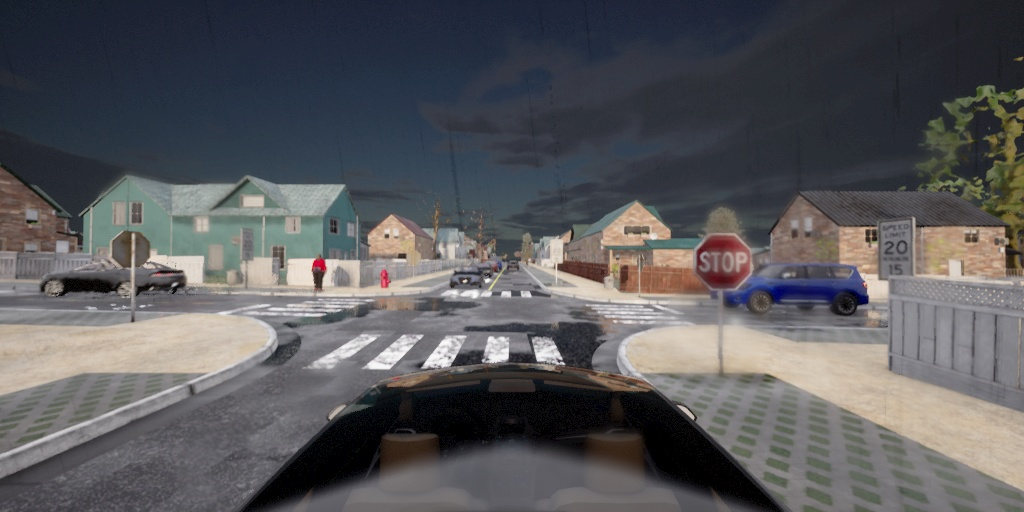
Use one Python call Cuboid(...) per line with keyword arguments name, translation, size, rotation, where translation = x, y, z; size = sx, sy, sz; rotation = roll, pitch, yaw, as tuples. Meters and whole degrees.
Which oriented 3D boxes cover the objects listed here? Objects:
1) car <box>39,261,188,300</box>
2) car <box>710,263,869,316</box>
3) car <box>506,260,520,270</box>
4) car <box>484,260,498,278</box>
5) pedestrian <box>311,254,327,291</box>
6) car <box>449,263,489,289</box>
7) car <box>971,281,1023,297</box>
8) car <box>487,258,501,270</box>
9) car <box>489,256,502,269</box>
Cuboid(name="car", translation=(-16.442, 0.934, 14.916), size=(4.902, 1.511, 2.128), rotation=(1, -1, 0))
Cuboid(name="car", translation=(11.371, 1.289, 14.876), size=(5.566, 2.045, 2.150), rotation=(1, -1, 0))
Cuboid(name="car", translation=(0.168, 1.373, 55.629), size=(1.837, 1.490, 4.892), rotation=(0, 0, 0))
Cuboid(name="car", translation=(-2.805, 1.345, 34.942), size=(2.033, 1.411, 5.357), rotation=(0, 0, 0))
Cuboid(name="pedestrian", translation=(-9.609, 0.784, 17.820), size=(0.375, 1.860, 0.375), rotation=(0, -2, 0))
Cuboid(name="car", translation=(-2.829, 1.337, 23.442), size=(1.994, 1.385, 4.181), rotation=(0, 0, 0))
Cuboid(name="car", translation=(21.493, 1.774, 14.855), size=(5.008, 1.535, 1.882), rotation=(1, -1, 0))
Cuboid(name="car", translation=(-2.787, 1.308, 45.822), size=(1.882, 1.535, 5.008), rotation=(0, 0, 0))
Cuboid(name="car", translation=(-2.720, 1.092, 56.472), size=(2.150, 2.045, 5.566), rotation=(0, 0, 1))
